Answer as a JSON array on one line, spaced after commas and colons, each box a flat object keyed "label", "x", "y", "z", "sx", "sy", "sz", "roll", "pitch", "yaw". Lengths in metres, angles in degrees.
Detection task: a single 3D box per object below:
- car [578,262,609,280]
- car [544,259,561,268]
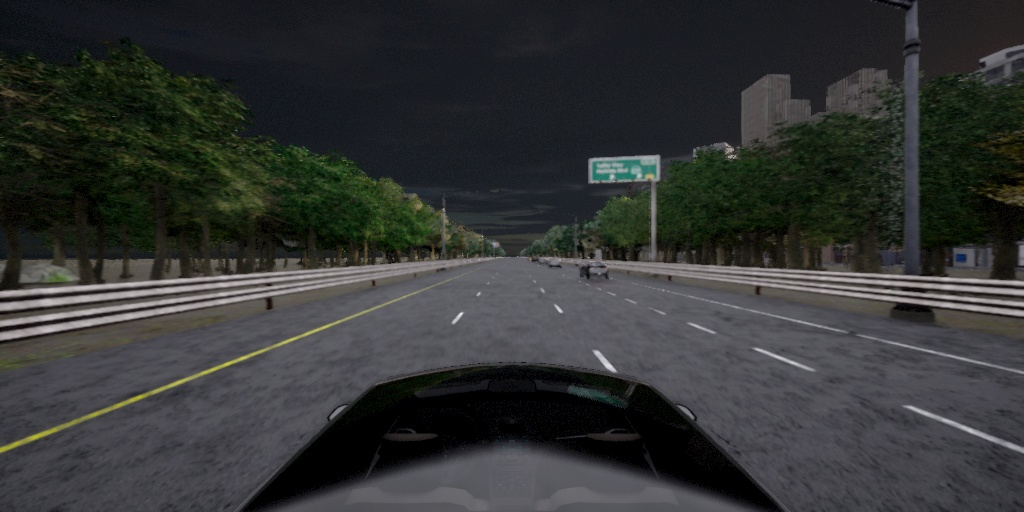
[{"label": "car", "x": 7.037, "y": 1.235, "z": 31.243, "sx": 2.128, "sy": 1.511, "sz": 4.902, "roll": 0, "pitch": 0, "yaw": 0}, {"label": "car", "x": 7.095, "y": 1.295, "z": 61.141, "sx": 1.994, "sy": 1.385, "sz": 4.181, "roll": 0, "pitch": 0, "yaw": 0}]
